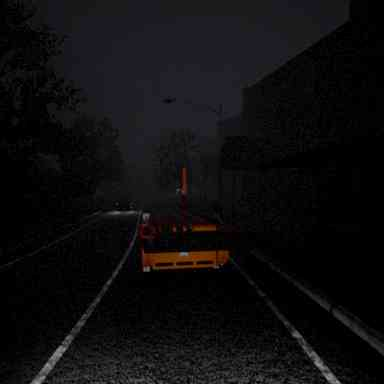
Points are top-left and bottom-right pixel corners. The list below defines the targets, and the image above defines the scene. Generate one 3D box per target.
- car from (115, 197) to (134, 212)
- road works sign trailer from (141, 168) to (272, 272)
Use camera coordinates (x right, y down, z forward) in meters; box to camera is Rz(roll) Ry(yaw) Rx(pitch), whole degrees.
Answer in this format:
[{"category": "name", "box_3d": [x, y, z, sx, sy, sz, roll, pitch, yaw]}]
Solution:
[{"category": "car", "box_3d": [-8.012, 1.358, 39.839, 2.097, 1.767, 4.553, -1, 0, -8]}, {"category": "road works sign trailer", "box_3d": [0.027, 0.791, 7.719, 2.380, 2.880, 3.560, 0, 0, -10]}]
